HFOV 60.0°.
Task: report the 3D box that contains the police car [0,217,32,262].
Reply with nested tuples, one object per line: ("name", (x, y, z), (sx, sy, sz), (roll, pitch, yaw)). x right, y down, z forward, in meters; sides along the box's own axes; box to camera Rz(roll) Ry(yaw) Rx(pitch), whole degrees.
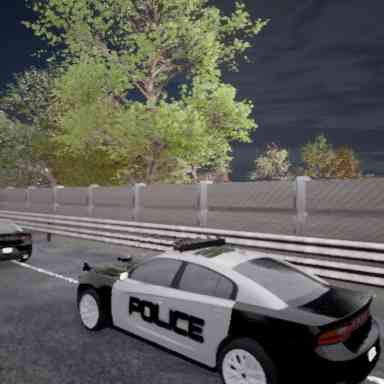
("police car", (-7.575, 1.579, 11.854), (5.238, 1.638, 1.930), (0, -2, 41))

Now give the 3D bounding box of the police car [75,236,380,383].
("police car", (-0.002, 1.548, 5.323), (5.238, 1.638, 1.930), (0, -2, 41))
